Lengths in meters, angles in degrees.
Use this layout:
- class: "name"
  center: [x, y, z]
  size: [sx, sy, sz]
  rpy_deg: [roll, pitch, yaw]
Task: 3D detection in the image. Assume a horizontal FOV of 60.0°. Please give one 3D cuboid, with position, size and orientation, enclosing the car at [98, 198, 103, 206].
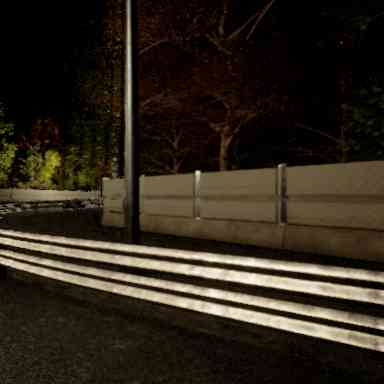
- class: "car"
  center: [-16.039, 1.880, 62.539]
  size: [2.128, 1.511, 4.902]
  rpy_deg: [0, 0, 13]

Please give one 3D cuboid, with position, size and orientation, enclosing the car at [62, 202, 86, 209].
- class: "car"
  center: [-18.306, 1.916, 51.732]
  size: [1.994, 1.385, 4.181]
  rpy_deg: [0, 0, 12]
